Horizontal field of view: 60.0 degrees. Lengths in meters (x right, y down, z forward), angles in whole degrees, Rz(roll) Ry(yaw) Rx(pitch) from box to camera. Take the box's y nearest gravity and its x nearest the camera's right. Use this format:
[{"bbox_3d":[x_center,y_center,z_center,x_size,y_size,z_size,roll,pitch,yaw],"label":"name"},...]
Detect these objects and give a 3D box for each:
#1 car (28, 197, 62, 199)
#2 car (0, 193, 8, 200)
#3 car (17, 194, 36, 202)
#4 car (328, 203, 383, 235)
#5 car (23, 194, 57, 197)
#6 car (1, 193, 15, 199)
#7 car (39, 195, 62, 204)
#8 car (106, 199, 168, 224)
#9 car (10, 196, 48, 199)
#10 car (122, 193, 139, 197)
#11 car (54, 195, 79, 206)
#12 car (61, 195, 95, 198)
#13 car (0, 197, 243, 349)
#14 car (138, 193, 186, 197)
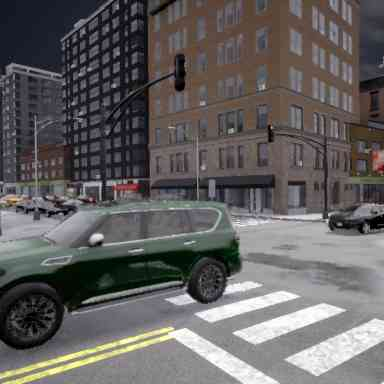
[{"bbox_3d":[-12.405,1.418,29.188,1.947,1.339,4.313,0,1,-44],"label":"car"},{"bbox_3d":[-40.842,0.886,70.681,1.947,1.339,4.313,0,1,-44],"label":"car"},{"bbox_3d":[-29.327,1.044,58.832,1.802,1.307,4.206,0,1,-44],"label":"car"},{"bbox_3d":[9.628,1.385,18.571,5.008,1.535,1.882,0,1,-36],"label":"car"},{"bbox_3d":[-17.536,1.258,38.424,1.812,1.442,4.674,-1,1,-44],"label":"car"},{"bbox_3d":[-23.799,1.248,40.912,1.752,1.417,4.829,0,1,-44],"label":"car"},{"bbox_3d":[-21.650,1.136,50.933,1.802,1.307,4.206,0,1,-44],"label":"car"},{"bbox_3d":[-4.187,1.372,24.677,2.128,1.511,4.902,-1,1,-44],"label":"car"},{"bbox_3d":[-16.243,1.375,33.137,1.947,1.339,4.313,0,1,-44],"label":"car"},{"bbox_3d":[-6.296,1.045,35.132,2.192,1.841,5.009,0,1,-44],"label":"car"},{"bbox_3d":[-17.812,1.181,46.983,1.802,1.307,4.206,0,1,-44],"label":"car"},{"bbox_3d":[-10.606,1.336,31.280,1.812,1.442,4.674,-1,1,-44],"label":"car"},{"bbox_3d":[-1.477,1.218,6.628,5.566,2.045,2.150,0,0,-36],"label":"car"},{"bbox_3d":[-2.457,1.087,31.182,2.192,1.841,5.009,0,1,-44],"label":"car"}]
